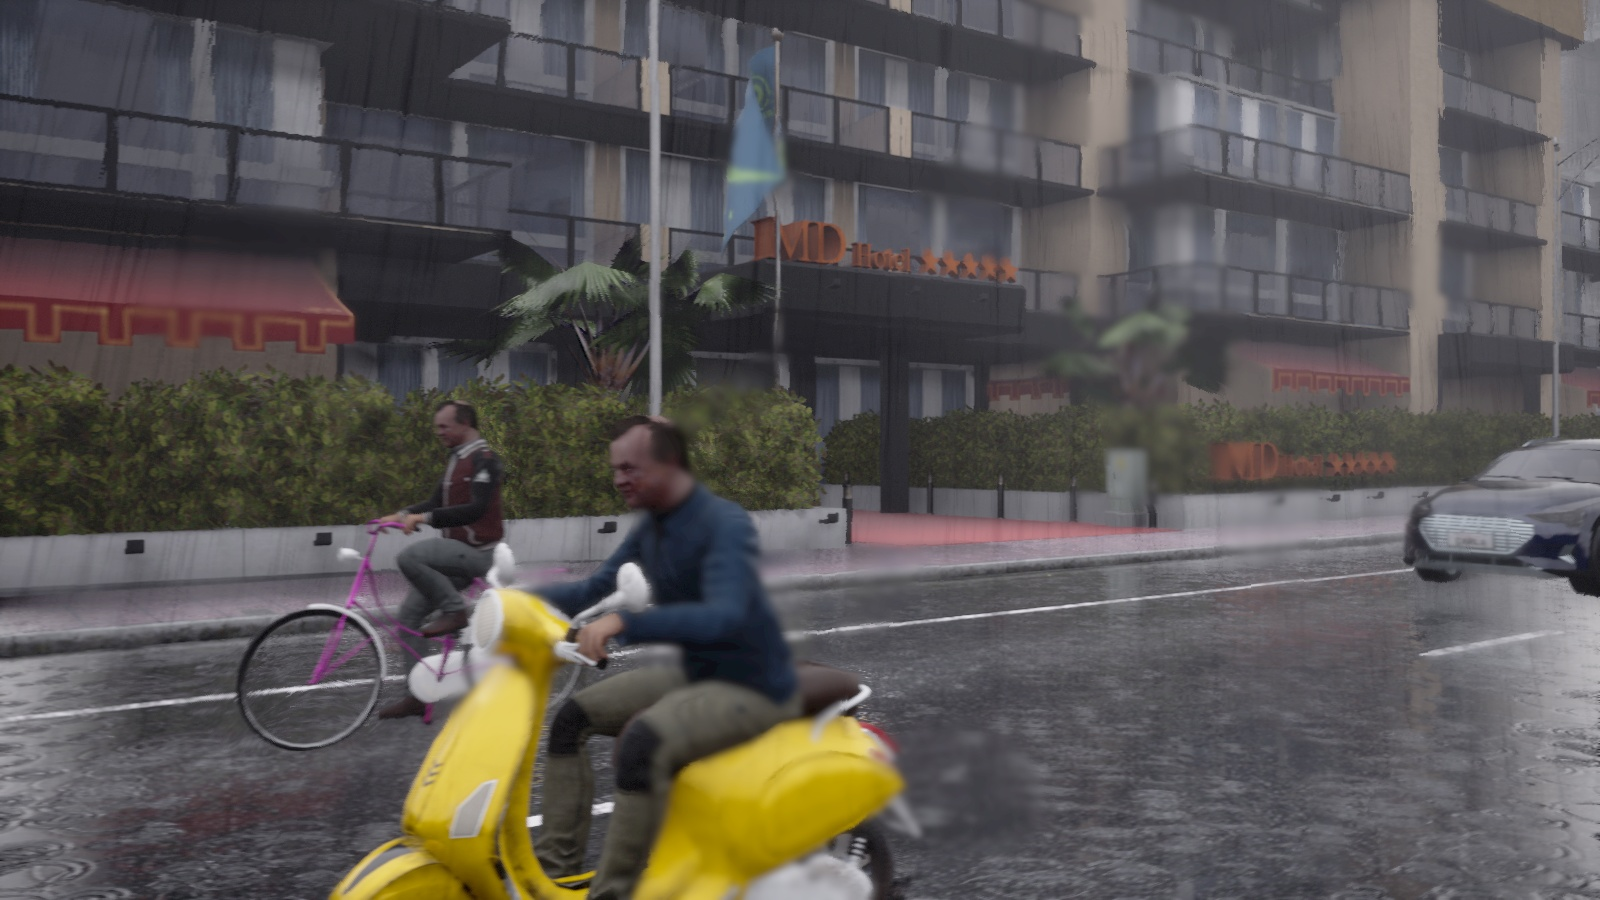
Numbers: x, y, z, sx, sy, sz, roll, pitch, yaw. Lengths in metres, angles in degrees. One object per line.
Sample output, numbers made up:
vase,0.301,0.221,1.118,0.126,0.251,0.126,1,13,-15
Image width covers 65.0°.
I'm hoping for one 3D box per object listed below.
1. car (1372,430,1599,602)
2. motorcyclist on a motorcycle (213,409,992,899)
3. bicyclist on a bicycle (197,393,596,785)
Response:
car,8.792,0.622,14.243,4.856,1.649,2.033,0,0,-35
motorcyclist on a motorcycle,-0.464,0.702,3.329,1.817,1.590,0.866,-2,1,-36
bicyclist on a bicycle,-2.046,0.627,6.501,1.843,1.776,0.659,0,0,-36
